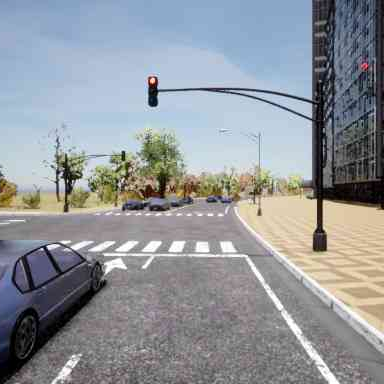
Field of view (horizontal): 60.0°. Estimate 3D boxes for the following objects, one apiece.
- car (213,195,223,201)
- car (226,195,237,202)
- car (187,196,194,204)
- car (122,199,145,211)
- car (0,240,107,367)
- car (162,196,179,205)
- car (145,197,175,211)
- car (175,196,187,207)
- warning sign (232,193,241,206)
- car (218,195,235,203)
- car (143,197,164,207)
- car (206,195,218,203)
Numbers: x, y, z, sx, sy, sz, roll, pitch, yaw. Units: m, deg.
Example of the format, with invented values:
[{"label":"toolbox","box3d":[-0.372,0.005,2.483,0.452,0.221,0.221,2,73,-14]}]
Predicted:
[{"label":"car","box3d":[6.319,1.392,80.540,1.812,1.442,4.674,0,0,14]},{"label":"car","box3d":[9.629,1.546,80.413,2.128,1.511,4.902,0,0,14]},{"label":"car","box3d":[-0.846,1.509,61.888,1.837,1.490,4.892,0,0,10]},{"label":"car","box3d":[-7.210,1.563,41.211,1.994,1.385,4.181,0,0,7]},{"label":"car","box3d":[-3.036,1.547,5.722,2.033,1.411,5.357,0,0,1]},{"label":"car","box3d":[-4.011,1.552,62.622,2.033,1.411,5.357,0,0,10]},{"label":"car","box3d":[-3.923,1.547,41.486,2.033,1.411,5.357,0,0,7]},{"label":"car","box3d":[-2.539,1.550,51.694,2.033,1.411,5.357,0,0,8]},{"label":"warning sign","box3d":[6.466,1.122,48.263,1.300,1.860,1.060,0,0,8]},{"label":"car","box3d":[7.156,1.562,68.430,2.033,1.411,5.357,0,0,12]},{"label":"car","box3d":[-5.871,1.548,51.375,2.033,1.411,5.357,0,0,8]},{"label":"car","box3d":[4.199,1.559,70.833,1.994,1.385,4.181,0,0,12]}]
